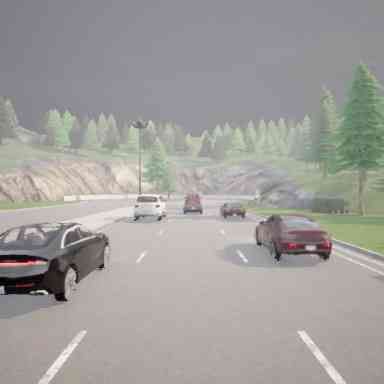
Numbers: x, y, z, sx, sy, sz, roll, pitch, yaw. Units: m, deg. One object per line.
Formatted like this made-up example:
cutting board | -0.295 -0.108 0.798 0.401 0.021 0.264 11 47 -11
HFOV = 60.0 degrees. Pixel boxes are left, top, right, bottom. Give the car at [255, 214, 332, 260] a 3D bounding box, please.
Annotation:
car | 3.600 1.526 12.381 1.812 1.442 4.674 0 0 0

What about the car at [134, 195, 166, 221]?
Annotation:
car | -3.400 1.223 27.651 2.150 2.045 5.566 0 0 0

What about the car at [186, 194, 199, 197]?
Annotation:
car | 0.092 1.222 44.577 2.150 2.045 5.566 0 0 0

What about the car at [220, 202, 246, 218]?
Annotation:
car | 3.599 1.601 30.142 1.895 1.301 4.718 0 0 0

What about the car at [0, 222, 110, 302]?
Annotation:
car | -3.402 1.492 8.228 2.128 1.511 4.902 0 0 0

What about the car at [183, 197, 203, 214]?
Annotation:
car | 0.098 1.564 35.154 1.994 1.385 4.181 0 0 0
